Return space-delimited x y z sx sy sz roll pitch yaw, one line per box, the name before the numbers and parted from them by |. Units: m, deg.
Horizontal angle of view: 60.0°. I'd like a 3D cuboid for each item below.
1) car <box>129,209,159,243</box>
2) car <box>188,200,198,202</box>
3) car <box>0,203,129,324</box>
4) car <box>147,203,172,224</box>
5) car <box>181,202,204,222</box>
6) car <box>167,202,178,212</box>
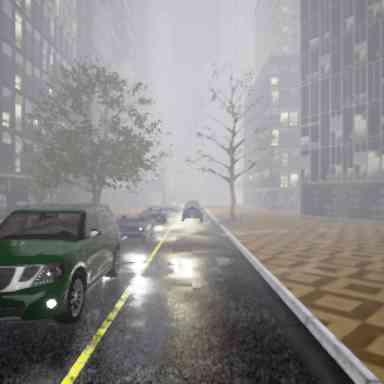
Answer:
car | -3.076 1.793 17.452 1.895 1.301 4.718 0 -1 0
car | 0.102 1.871 45.009 2.097 1.767 4.553 0 -1 0
car | -3.093 1.304 7.636 2.150 2.045 5.566 0 -1 -1
car | -3.032 1.872 27.546 1.994 1.385 4.181 0 -1 1
car | 0.041 1.866 30.090 1.812 1.442 4.674 0 -1 0
car | -2.951 2.105 46.666 2.033 1.411 5.357 0 -1 0
